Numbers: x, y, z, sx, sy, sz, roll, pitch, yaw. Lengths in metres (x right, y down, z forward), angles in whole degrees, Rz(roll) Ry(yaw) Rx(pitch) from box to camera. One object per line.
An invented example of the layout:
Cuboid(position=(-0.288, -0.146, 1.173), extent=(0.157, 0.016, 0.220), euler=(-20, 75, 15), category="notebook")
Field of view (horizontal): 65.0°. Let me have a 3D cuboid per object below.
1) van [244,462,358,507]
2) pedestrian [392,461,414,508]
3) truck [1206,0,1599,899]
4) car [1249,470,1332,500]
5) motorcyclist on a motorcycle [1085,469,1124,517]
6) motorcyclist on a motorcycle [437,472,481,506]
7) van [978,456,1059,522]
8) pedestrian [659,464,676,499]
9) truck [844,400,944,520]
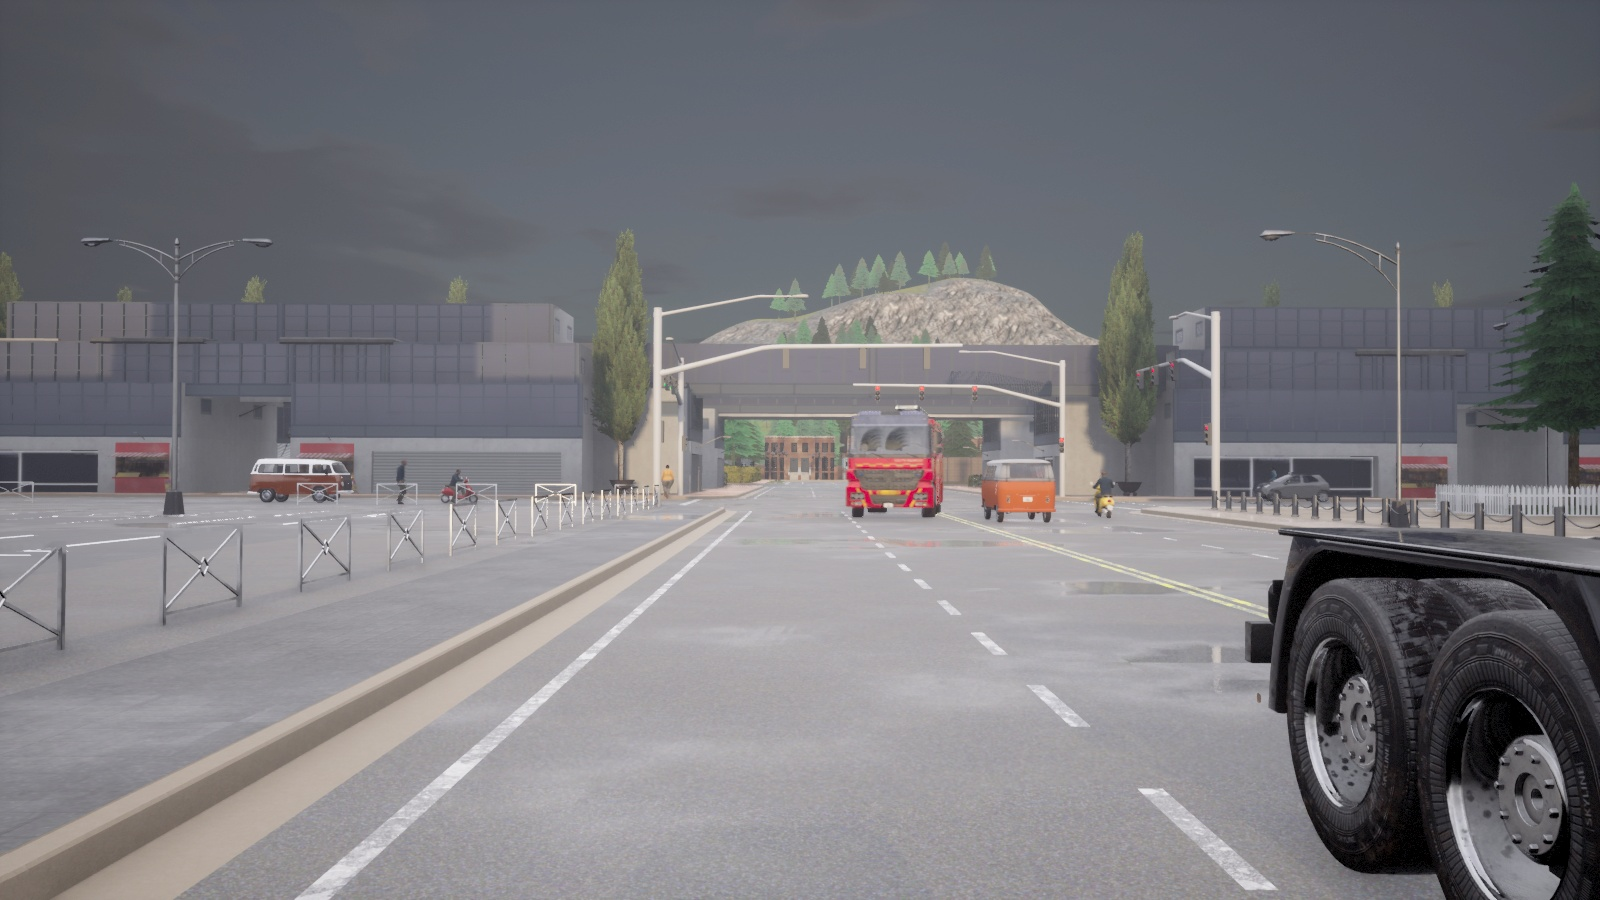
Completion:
Cuboid(position=(-23.202, 1.611, 58.494), extent=(4.480, 2.038, 2.069), euler=(0, -1, 1), category="van")
Cuboid(position=(-15.801, 1.374, 50.002), extent=(0.726, 1.842, 0.402), euler=(0, -1, 0), category="pedestrian")
Cuboid(position=(3.496, -0.142, 2.332), extent=(2.891, 3.462, 7.936), euler=(0, -1, 0), category="truck")
Cuboid(position=(25.521, 1.822, 65.414), extent=(3.633, 1.501, 1.845), euler=(0, -1, 0), category="car")
Cuboid(position=(10.405, 1.445, 42.985), extent=(0.866, 1.590, 1.817), euler=(0, 0, 0), category="motorcyclist on a motorcycle")
Cuboid(position=(-15.840, 1.808, 58.317), extent=(1.817, 1.590, 0.866), euler=(0, -1, 1), category="motorcyclist on a motorcycle")
Cuboid(position=(6.910, 1.211, 40.102), extent=(1.775, 1.987, 4.442), euler=(0, -1, 0), category="van")
Cuboid(position=(-7.150, 1.695, 67.746), extent=(0.874, 1.855, 0.900), euler=(0, -1, -9), category="pedestrian")
Cuboid(position=(3.492, 0.381, 44.506), extent=(2.891, 3.827, 8.468), euler=(0, -1, 9), category="truck")
